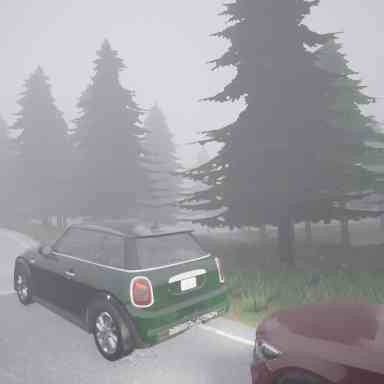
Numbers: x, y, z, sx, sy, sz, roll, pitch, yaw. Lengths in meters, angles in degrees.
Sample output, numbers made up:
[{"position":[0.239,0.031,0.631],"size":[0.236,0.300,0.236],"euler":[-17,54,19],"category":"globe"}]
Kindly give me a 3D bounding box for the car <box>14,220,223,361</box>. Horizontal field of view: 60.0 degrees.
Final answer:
[{"position":[-1.578,1.308,6.216],"size":[4.553,1.767,2.097],"euler":[1,1,44],"category":"car"}]

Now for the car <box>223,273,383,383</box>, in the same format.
[{"position":[2.751,1.531,2.595],"size":[4.674,1.442,1.812],"euler":[1,0,36],"category":"car"}]
